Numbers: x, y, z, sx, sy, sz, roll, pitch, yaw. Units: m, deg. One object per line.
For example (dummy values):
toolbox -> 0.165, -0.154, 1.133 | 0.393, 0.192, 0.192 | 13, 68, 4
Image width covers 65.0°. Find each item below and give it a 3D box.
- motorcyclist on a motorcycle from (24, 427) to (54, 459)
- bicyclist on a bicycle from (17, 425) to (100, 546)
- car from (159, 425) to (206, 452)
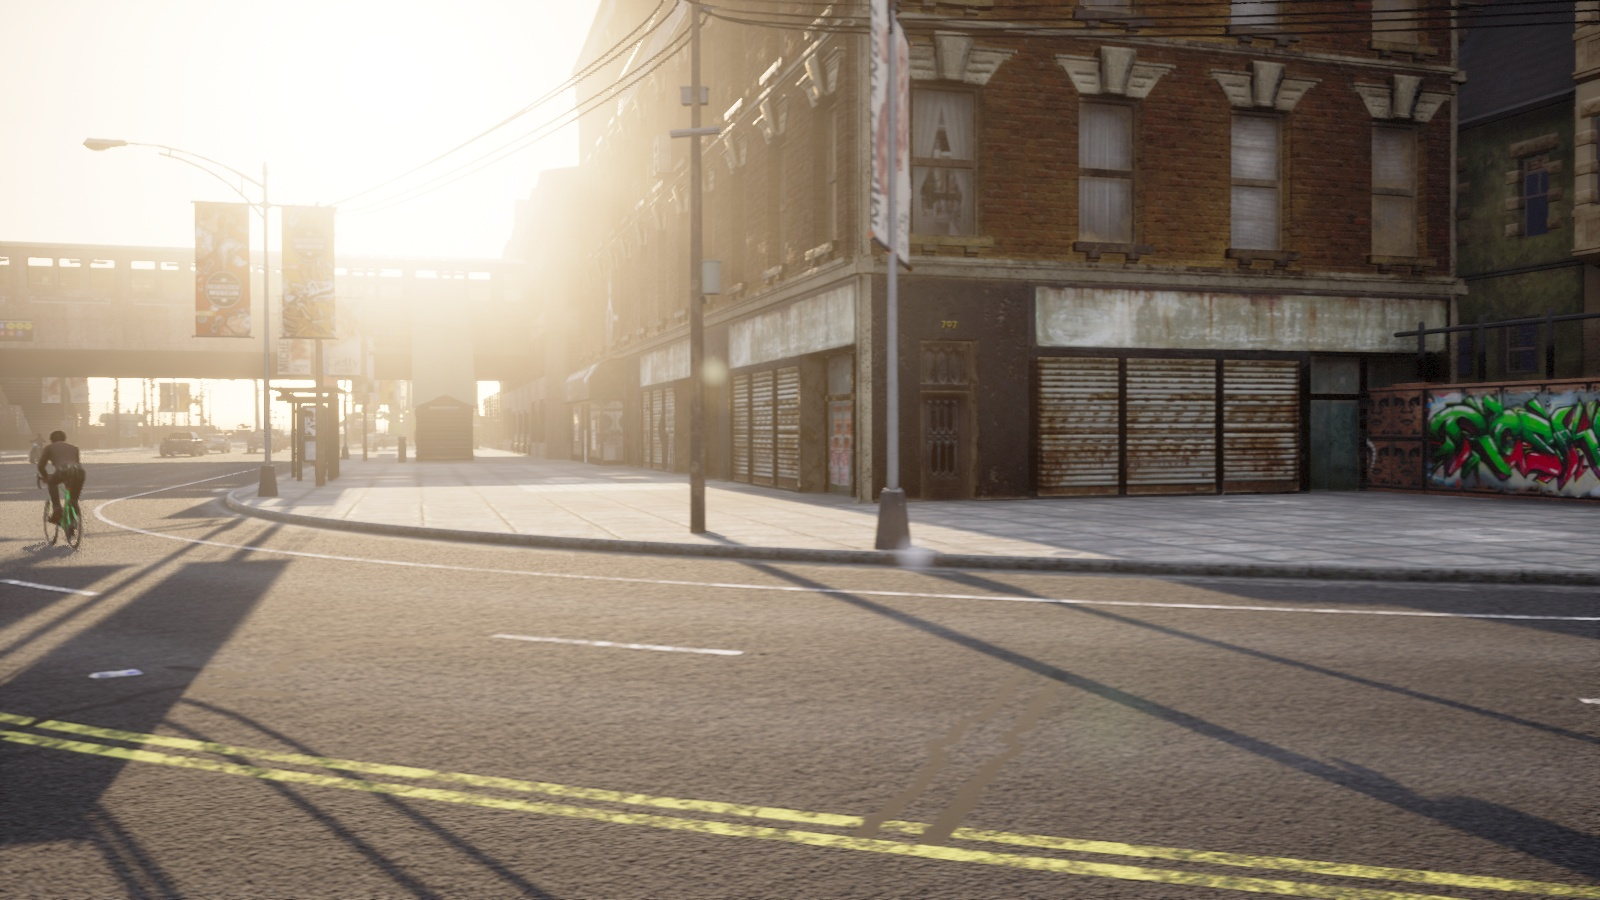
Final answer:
motorcyclist on a motorcycle -> -39.586, -0.380, 65.344 | 0.766, 1.649, 2.350 | 0, 1, -17
bicyclist on a bicycle -> -10.377, 0.470, 17.557 | 1.656, 1.620, 0.582 | 1, 1, 44
car -> -41.550, -0.773, 84.577 | 2.097, 1.767, 4.553 | 0, 1, -16
